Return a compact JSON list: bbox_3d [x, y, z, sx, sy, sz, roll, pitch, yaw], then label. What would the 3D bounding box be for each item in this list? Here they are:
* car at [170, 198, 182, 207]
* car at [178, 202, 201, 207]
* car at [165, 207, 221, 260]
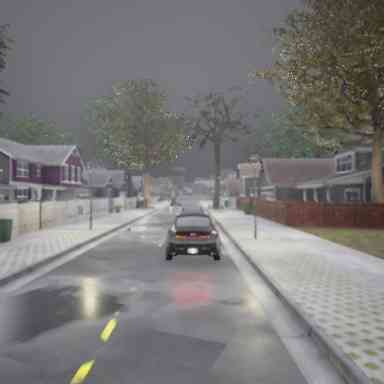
[{"bbox_3d":[-2.789,1.807,57.839,1.837,1.490,4.892,0,0,1],"label":"car"},{"bbox_3d":[0.041,1.717,27.034,1.895,1.301,4.718,0,0,0],"label":"car"},{"bbox_3d":[0.047,1.556,12.658,1.837,1.490,4.892,0,0,0],"label":"car"}]
